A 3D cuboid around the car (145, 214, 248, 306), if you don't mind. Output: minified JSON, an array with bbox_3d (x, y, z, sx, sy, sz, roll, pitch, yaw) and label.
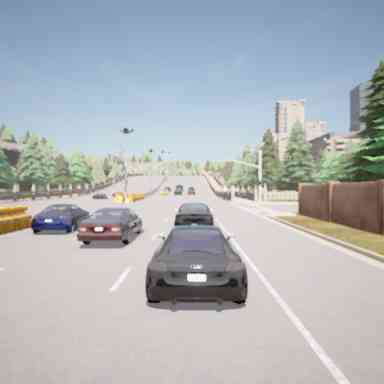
[{"bbox_3d":[0.099,1.465,7.899,1.994,1.385,4.181,0,1,0],"label":"car"}]

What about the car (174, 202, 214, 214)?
[{"bbox_3d":[0.104,1.267,16.959,1.882,1.535,5.008,0,1,0],"label":"car"}]

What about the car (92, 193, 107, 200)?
[{"bbox_3d":[-17.512,0.784,62.988,1.994,1.385,4.181,0,1,1],"label":"car"}]

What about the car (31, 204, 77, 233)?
[{"bbox_3d":[-6.897,1.339,18.017,1.994,1.385,4.181,0,1,0],"label":"car"}]

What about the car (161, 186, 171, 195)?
[{"bbox_3d":[-7.093,-0.051,87.129,1.882,1.535,5.008,0,4,0],"label":"car"}]

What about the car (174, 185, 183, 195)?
[{"bbox_3d":[-3.593,-0.171,87.110,2.097,1.767,4.553,0,4,0],"label":"car"}]

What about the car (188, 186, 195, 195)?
[{"bbox_3d":[-0.095,-0.009,87.574,1.994,1.385,4.181,0,5,0],"label":"car"}]

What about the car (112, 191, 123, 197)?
[{"bbox_3d":[-17.546,0.532,78.364,1.895,1.301,4.718,0,2,0],"label":"car"}]

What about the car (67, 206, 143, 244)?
[{"bbox_3d":[-3.391,1.365,14.606,2.033,1.411,5.357,0,1,0],"label":"car"}]
